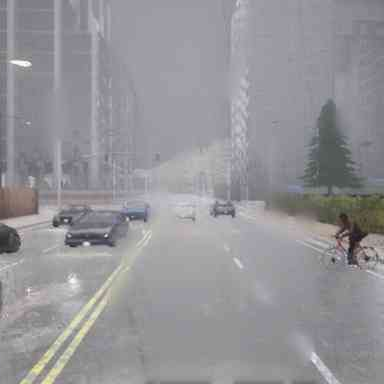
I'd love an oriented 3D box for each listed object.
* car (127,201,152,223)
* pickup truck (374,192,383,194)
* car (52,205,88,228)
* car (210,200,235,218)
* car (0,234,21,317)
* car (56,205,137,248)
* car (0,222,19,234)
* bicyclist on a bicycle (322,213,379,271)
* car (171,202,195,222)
[{"bbox_3d":[-4.265,1.475,26.056,1.882,1.535,5.008,0,0,-2],"label":"car"},{"bbox_3d":[39.556,1.051,69.008,6.274,2.098,2.390,0,0,28],"label":"pickup truck"},{"bbox_3d":[-7.704,1.562,22.190,1.994,1.385,4.181,0,0,-1],"label":"car"},{"bbox_3d":[2.717,1.488,30.300,2.128,1.511,4.902,0,0,-3],"label":"car"},{"bbox_3d":[-3.648,1.490,2.942,2.128,1.511,4.902,0,0,-2],"label":"car"},{"bbox_3d":[-4.014,1.546,15.043,2.033,1.411,5.357,0,0,-2],"label":"car"},{"bbox_3d":[-7.386,1.563,10.771,1.994,1.385,4.181,0,0,-2],"label":"car"},{"bbox_3d":[4.465,1.428,9.415,1.656,1.620,0.582,-1,0,-2],"label":"bicyclist on a bicycle"},{"bbox_3d":[-0.699,1.523,26.566,1.812,1.442,4.674,0,0,-2],"label":"car"}]
